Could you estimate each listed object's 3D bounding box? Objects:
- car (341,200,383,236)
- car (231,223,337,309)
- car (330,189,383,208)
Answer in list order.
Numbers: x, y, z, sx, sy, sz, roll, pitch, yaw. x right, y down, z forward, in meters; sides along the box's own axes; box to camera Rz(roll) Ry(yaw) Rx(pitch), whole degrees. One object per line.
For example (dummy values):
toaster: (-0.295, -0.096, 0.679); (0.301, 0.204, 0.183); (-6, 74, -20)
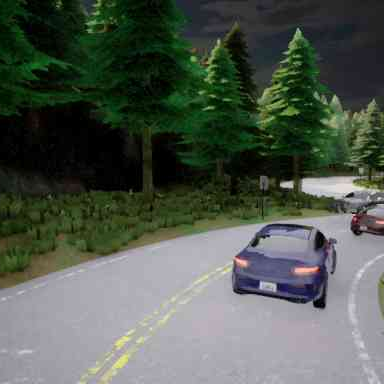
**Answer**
car: (9.263, 1.337, 15.518); (4.674, 1.442, 1.812); (-1, 5, -34)
car: (2.357, 1.486, 7.971); (1.812, 1.442, 4.674); (2, 2, 26)
car: (10.426, 0.610, 20.125); (4.892, 1.490, 1.837); (-2, 5, -32)
